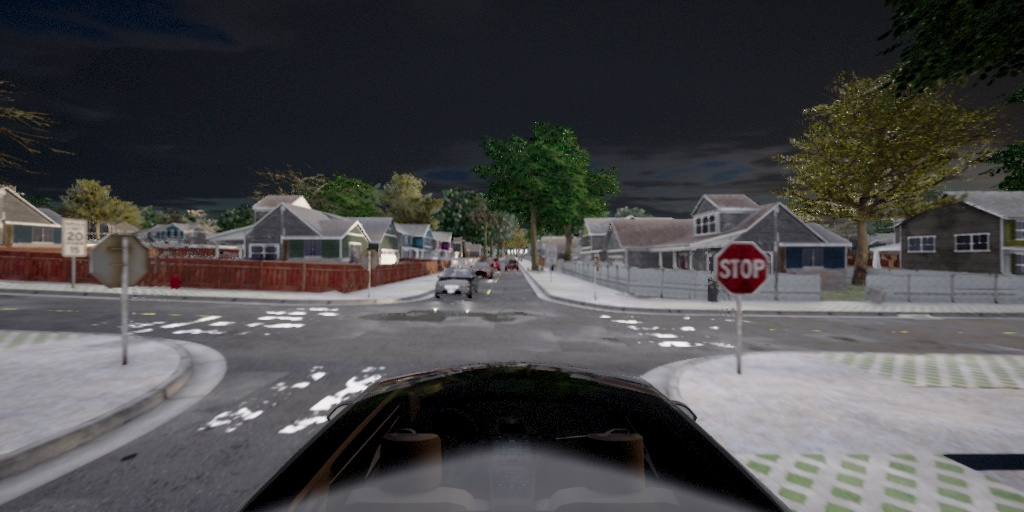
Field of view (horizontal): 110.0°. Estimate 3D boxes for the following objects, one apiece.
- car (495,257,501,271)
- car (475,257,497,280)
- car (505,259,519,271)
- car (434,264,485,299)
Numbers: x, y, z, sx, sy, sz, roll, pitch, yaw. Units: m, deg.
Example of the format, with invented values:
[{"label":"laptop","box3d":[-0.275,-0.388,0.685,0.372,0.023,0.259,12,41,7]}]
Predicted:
[{"label":"car","box3d":[-2.816,1.169,52.427,2.150,2.045,5.566,0,0,1]},{"label":"car","box3d":[-2.851,1.286,34.218,2.097,1.767,4.553,0,0,0]},{"label":"car","box3d":[-0.007,1.296,54.533,2.097,1.767,4.553,0,0,0]},{"label":"car","box3d":[-2.835,1.375,19.162,2.128,1.511,4.902,0,0,0]}]
